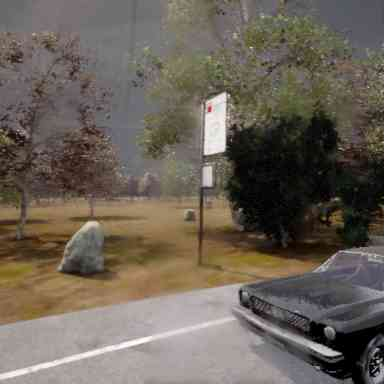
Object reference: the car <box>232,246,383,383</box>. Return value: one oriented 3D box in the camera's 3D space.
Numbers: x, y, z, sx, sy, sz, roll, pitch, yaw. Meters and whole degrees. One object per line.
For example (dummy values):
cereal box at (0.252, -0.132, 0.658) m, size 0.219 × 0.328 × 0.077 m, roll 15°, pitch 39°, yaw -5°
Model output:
car at (2.986, 1.618, 5.261) m, size 4.718 × 1.301 × 1.895 m, roll 1°, pitch 0°, yaw -30°
